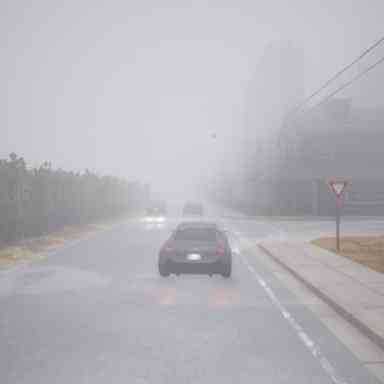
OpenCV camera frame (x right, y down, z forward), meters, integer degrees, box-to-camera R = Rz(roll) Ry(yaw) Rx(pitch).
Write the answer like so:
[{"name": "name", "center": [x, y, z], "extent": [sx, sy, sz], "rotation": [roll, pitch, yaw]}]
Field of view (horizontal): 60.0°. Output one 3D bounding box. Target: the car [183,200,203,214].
[{"name": "car", "center": [0.109, 1.560, 33.221], "extent": [1.882, 1.535, 5.008], "rotation": [0, 0, 0]}]

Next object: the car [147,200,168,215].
[{"name": "car", "center": [-3.569, 1.578, 35.016], "extent": [2.128, 1.511, 4.902], "rotation": [0, 0, 0]}]

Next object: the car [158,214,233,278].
[{"name": "car", "center": [0.199, 1.589, 10.254], "extent": [1.994, 1.385, 4.181], "rotation": [0, 0, 4]}]
